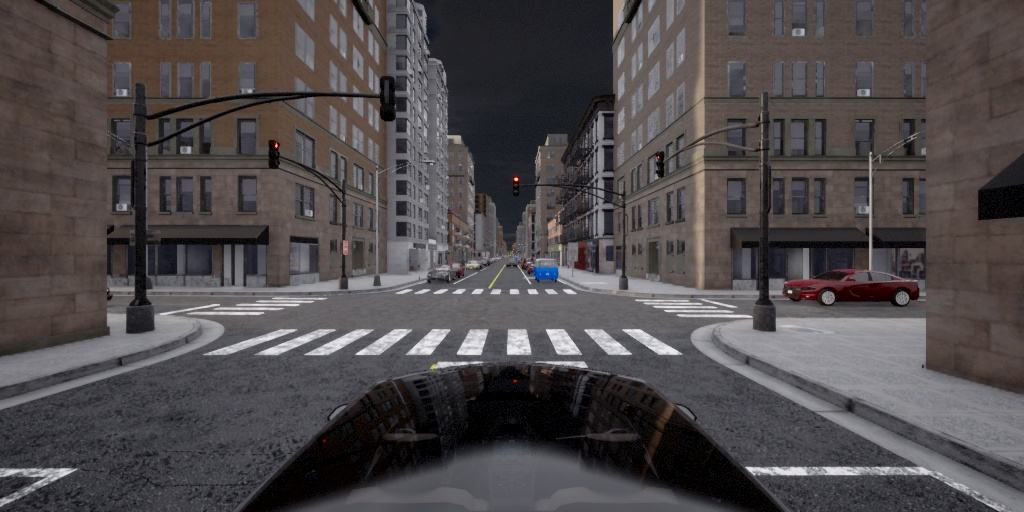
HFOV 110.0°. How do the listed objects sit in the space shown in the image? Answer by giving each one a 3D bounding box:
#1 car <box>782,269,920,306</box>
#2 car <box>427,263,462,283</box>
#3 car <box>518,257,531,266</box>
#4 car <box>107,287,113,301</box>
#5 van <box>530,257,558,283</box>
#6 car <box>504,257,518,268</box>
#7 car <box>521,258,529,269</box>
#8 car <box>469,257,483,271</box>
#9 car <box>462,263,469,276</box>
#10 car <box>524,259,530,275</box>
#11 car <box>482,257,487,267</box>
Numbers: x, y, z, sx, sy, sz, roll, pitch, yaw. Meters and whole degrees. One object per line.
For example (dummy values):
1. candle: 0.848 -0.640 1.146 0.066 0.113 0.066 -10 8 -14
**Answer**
1. car: 14.790 1.326 15.833 5.008 1.535 1.882 0 0 1
2. car: -5.436 1.299 27.946 2.007 1.370 4.403 0 0 0
3. car: 2.537 1.055 56.376 2.192 1.841 5.009 0 0 0
4. car: -17.751 1.198 12.776 5.357 1.411 2.033 0 0 0
5. van: 2.589 1.090 27.969 1.690 1.789 3.998 0 0 0
6. car: -0.012 1.337 61.580 1.895 1.301 4.718 0 0 0
7. car: 2.547 1.326 50.695 1.802 1.307 4.207 0 0 0
8. car: -5.478 1.270 50.504 1.751 1.417 4.829 0 0 0
9. car: -5.446 1.294 33.627 1.888 1.381 4.507 0 0 0
10. car: 2.568 1.330 39.331 1.802 1.307 4.207 0 0 0
11. car: -5.488 1.306 56.356 1.948 1.339 4.313 0 0 0
